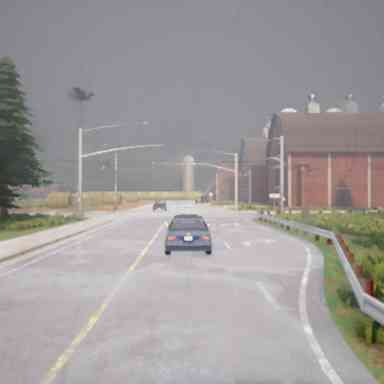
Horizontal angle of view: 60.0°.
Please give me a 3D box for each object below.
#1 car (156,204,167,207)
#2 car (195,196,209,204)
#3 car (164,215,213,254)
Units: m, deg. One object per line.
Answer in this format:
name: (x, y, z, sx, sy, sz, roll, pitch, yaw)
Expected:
car: (-4.272, 1.807, 44.843, 2.033, 1.411, 5.357, 0, -1, -1)
car: (2.581, 1.955, 86.356, 1.905, 1.878, 3.866, -7, 3, -43)
car: (-0.169, 1.680, 14.058, 2.033, 1.411, 5.357, 0, -1, -1)
